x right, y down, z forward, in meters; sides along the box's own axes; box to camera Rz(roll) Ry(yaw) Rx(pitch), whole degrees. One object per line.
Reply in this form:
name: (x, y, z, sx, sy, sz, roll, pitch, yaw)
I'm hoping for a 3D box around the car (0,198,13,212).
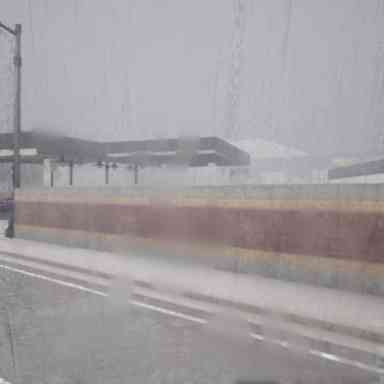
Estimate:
car: (-20.098, 1.508, 39.242, 2.242, 1.667, 4.611, 0, -1, 37)
